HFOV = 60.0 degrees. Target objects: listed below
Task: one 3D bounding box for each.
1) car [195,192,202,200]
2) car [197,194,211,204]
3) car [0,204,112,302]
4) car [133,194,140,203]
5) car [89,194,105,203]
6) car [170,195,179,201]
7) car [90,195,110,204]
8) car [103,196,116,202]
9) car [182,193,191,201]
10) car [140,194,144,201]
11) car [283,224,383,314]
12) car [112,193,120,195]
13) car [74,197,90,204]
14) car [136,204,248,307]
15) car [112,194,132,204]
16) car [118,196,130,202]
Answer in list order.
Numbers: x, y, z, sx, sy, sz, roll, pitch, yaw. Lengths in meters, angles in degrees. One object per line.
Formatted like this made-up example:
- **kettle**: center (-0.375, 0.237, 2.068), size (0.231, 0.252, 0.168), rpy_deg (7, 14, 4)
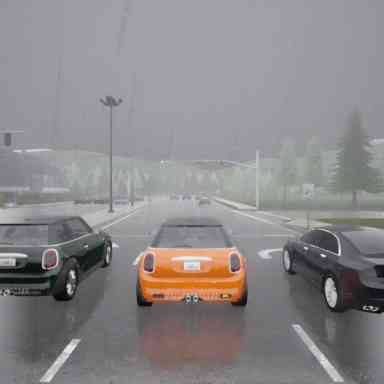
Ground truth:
- **car**: center (2.135, 1.520, 88.573), size (1.812, 1.442, 4.674), rpy_deg (0, 0, 0)
- **car**: center (2.163, 1.525, 57.195), size (1.812, 1.442, 4.674), rpy_deg (0, 0, 0)
- **car**: center (-3.500, 1.352, 8.441), size (2.097, 1.767, 4.553), rpy_deg (0, 0, 0)
- **car**: center (-12.848, 1.552, 69.584), size (1.994, 1.385, 4.181), rpy_deg (0, 0, 0)
- **car**: center (-19.848, 1.355, 69.642), size (2.097, 1.767, 4.553), rpy_deg (0, 0, 0)
- **car**: center (-4.865, 1.495, 88.498), size (1.837, 1.490, 4.892), rpy_deg (0, 0, 0)
- **car**: center (-16.403, 1.601, 60.561), size (1.895, 1.301, 4.718), rpy_deg (0, 0, 0)
- **car**: center (-19.857, 1.595, 79.931), size (1.895, 1.301, 4.718), rpy_deg (0, 0, 0)
- **car**: center (-1.365, 1.221, 88.236), size (2.150, 2.045, 5.566), rpy_deg (0, 0, 0)
- **car**: center (-12.857, 1.355, 79.603), size (2.097, 1.767, 4.553), rpy_deg (0, 0, 0)
- **car**: center (3.499, 1.505, 7.614), size (1.837, 1.490, 4.892), rpy_deg (0, 0, 0)
- **car**: center (-16.349, 1.225, 70.224), size (2.150, 2.045, 5.566), rpy_deg (0, 0, 0)
- **car**: center (-19.893, 1.601, 60.771), size (1.895, 1.301, 4.718), rpy_deg (0, 0, 1)
- **car**: center (0.000, 1.352, 8.119), size (2.097, 1.767, 4.553), rpy_deg (0, 0, 0)
- **car**: center (-12.902, 1.600, 60.939), size (1.895, 1.301, 4.718), rpy_deg (0, 0, 0)
- **car**: center (-16.358, 1.595, 80.320), size (1.895, 1.301, 4.718), rpy_deg (0, 0, 0)
